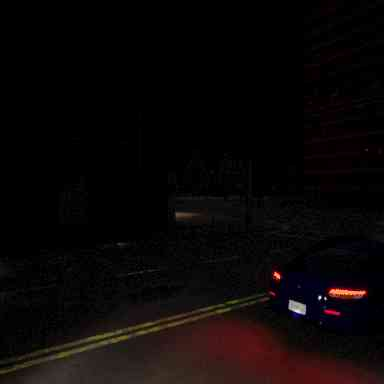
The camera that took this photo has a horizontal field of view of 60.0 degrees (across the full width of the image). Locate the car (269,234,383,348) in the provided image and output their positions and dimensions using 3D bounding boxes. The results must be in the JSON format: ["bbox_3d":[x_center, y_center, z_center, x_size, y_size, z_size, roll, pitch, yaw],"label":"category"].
[{"bbox_3d":[3.421,1.523,6.208,4.674,1.442,1.812,0,0,-35],"label":"car"}]
